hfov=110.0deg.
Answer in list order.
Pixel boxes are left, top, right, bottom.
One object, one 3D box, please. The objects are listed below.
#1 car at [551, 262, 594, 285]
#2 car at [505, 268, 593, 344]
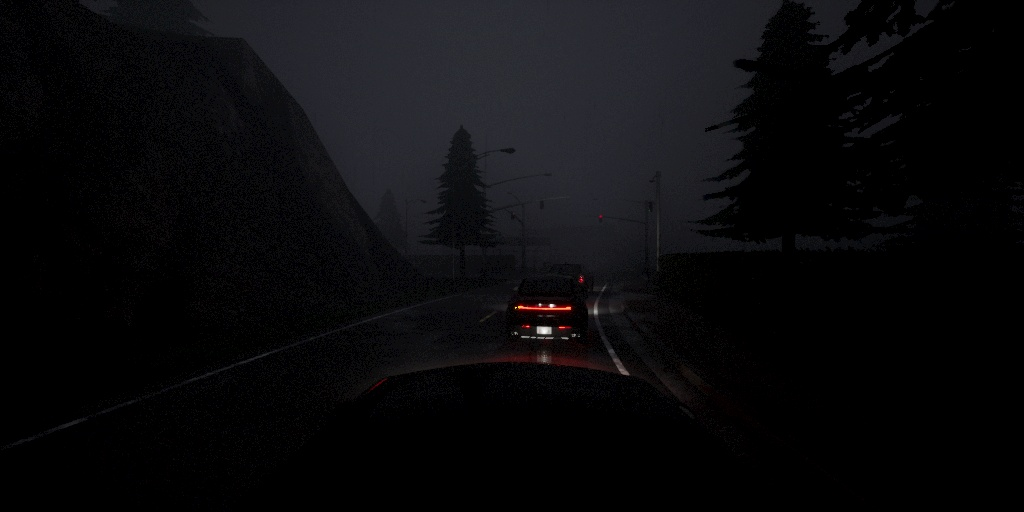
[{"bbox_3d":[3.022,1.102,18.558,2.097,1.767,4.553,0,0,17],"label":"car"},{"bbox_3d":[1.020,1.255,9.637,1.837,1.490,4.892,0,0,9],"label":"car"}]
